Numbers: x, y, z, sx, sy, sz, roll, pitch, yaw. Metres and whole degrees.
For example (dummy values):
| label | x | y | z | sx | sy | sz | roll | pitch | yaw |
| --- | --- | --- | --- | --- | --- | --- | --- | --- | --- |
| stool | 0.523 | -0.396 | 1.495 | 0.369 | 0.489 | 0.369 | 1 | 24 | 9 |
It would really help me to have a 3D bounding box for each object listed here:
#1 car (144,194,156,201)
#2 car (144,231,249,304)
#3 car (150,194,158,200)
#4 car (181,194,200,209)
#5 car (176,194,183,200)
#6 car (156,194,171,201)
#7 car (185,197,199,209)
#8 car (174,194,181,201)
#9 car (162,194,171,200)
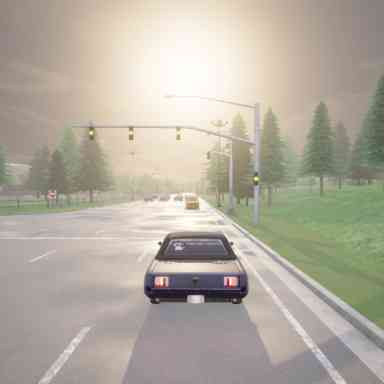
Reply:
| label | x | y | z | sx | sy | sz | roll | pitch | yaw |
| --- | --- | --- | --- | --- | --- | --- | --- | --- | --- |
| car | -10.372 | 1.531 | 80.382 | 2.033 | 1.411 | 5.357 | 0 | 0 | 0 |
| car | 0.092 | 1.601 | 8.078 | 1.895 | 1.301 | 4.718 | 0 | 0 | 0 |
| car | -10.355 | 1.332 | 90.802 | 1.837 | 1.490 | 4.892 | 0 | 0 | 0 |
| car | -0.062 | 1.087 | 46.249 | 1.882 | 1.535 | 5.008 | -3 | 17 | -3 |
| car | -3.355 | 1.357 | 90.791 | 1.812 | 1.442 | 4.674 | 0 | 0 | 0 |
| car | -6.872 | 1.531 | 80.377 | 2.033 | 1.411 | 5.357 | 0 | 0 | 0 |
| car | 0.011 | 1.576 | 49.746 | 2.033 | 1.411 | 5.357 | -1 | 1 | 1 |
| car | -3.371 | 1.545 | 80.788 | 1.994 | 1.385 | 4.181 | 0 | 0 | 0 |
| car | -6.855 | 1.372 | 90.797 | 2.033 | 1.411 | 5.357 | 0 | 0 | 0 |
